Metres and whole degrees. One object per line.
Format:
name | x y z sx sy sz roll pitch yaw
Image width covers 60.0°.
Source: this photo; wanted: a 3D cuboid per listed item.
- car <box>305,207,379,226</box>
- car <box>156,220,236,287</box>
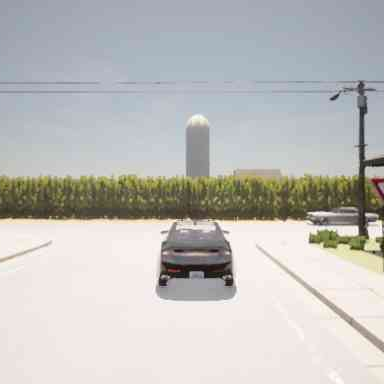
car | 10.888 1.784 24.455 4.718 1.301 1.895 0 0 1
car | 0.096 1.554 9.498 2.128 1.511 4.902 0 0 0
